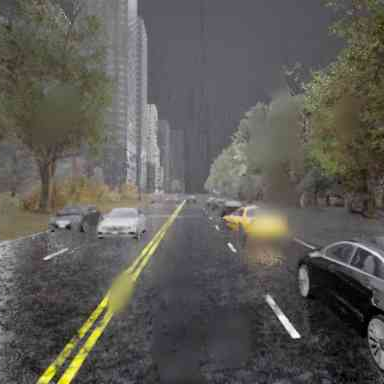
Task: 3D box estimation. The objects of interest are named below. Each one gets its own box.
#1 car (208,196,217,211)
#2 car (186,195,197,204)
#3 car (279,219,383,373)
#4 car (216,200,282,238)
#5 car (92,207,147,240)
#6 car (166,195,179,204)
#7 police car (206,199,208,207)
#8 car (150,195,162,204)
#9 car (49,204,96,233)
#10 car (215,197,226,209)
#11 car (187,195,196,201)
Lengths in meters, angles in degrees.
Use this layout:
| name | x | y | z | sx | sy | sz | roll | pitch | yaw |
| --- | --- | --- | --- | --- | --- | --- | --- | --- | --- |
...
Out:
| name | x | y | z | sx | sy | sz | roll | pitch | yaw |
| --- | --- | --- | --- | --- | --- | --- | --- | --- | --- |
| car | 3.206 | 1.402 | 38.546 | 1.837 | 1.490 | 4.892 | 1 | 0 | 0 |
| car | -0.129 | 1.398 | 59.401 | 1.812 | 1.442 | 4.674 | -2 | -1 | 0 |
| car | 3.232 | 1.482 | 5.524 | 2.128 | 1.511 | 4.902 | -1 | 0 | 0 |
| car | 2.947 | 1.401 | 17.235 | 1.801 | 1.575 | 5.366 | -1 | -1 | -10 |
| car | -3.376 | 1.505 | 16.863 | 1.812 | 1.442 | 4.674 | 0 | 0 | 0 |
| car | -3.389 | 1.255 | 58.743 | 2.097 | 1.767 | 4.553 | 0 | 0 | 0 |
| police car | 3.161 | 1.423 | 49.556 | 2.038 | 1.542 | 4.974 | 0 | 0 | 0 |
| car | -6.636 | 1.399 | 61.907 | 1.837 | 1.490 | 4.892 | 0 | 0 | 1 |
| car | -6.621 | 1.466 | 19.425 | 2.128 | 1.511 | 4.902 | 0 | 0 | 0 |
| car | 3.225 | 1.394 | 27.540 | 1.882 | 1.535 | 5.008 | 1 | 0 | 0 |
| car | -0.136 | 1.398 | 79.747 | 2.033 | 1.411 | 5.357 | 0 | 0 | 0 |
